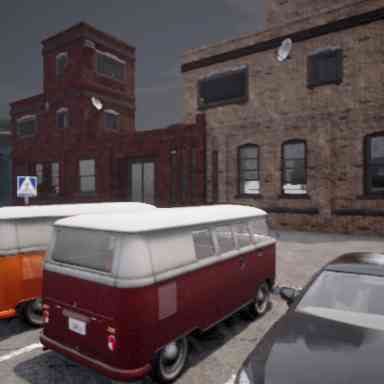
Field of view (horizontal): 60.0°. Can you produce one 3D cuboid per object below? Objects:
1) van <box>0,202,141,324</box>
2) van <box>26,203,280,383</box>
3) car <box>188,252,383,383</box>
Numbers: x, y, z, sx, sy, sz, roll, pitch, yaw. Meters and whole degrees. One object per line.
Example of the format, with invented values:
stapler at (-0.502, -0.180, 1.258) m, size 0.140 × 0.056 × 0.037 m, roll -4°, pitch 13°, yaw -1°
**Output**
van at (-2.305, 1.245, 7.137) m, size 1.878 × 1.987 × 4.442 m, roll 0°, pitch 0°, yaw 35°
van at (-0.041, 1.250, 5.524) m, size 1.878 × 1.987 × 4.442 m, roll 0°, pitch 0°, yaw 35°
car at (2.157, 1.520, 3.819) m, size 2.002 × 1.452 × 4.674 m, roll 0°, pitch 0°, yaw 35°
